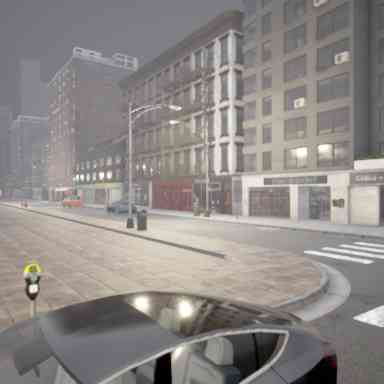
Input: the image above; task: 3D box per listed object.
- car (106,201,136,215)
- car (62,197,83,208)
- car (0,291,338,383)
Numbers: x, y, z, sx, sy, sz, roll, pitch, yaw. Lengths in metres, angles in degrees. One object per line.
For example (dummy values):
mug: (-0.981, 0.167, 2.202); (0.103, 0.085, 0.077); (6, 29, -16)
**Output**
car: (-7.638, 1.631, 35.399); (1.994, 1.385, 4.181); (0, 0, -35)
car: (-18.012, 1.474, 50.007); (2.097, 1.767, 4.553); (0, 0, -35)
car: (-0.744, 1.565, 2.281); (4.313, 1.339, 1.947); (0, 0, -35)
